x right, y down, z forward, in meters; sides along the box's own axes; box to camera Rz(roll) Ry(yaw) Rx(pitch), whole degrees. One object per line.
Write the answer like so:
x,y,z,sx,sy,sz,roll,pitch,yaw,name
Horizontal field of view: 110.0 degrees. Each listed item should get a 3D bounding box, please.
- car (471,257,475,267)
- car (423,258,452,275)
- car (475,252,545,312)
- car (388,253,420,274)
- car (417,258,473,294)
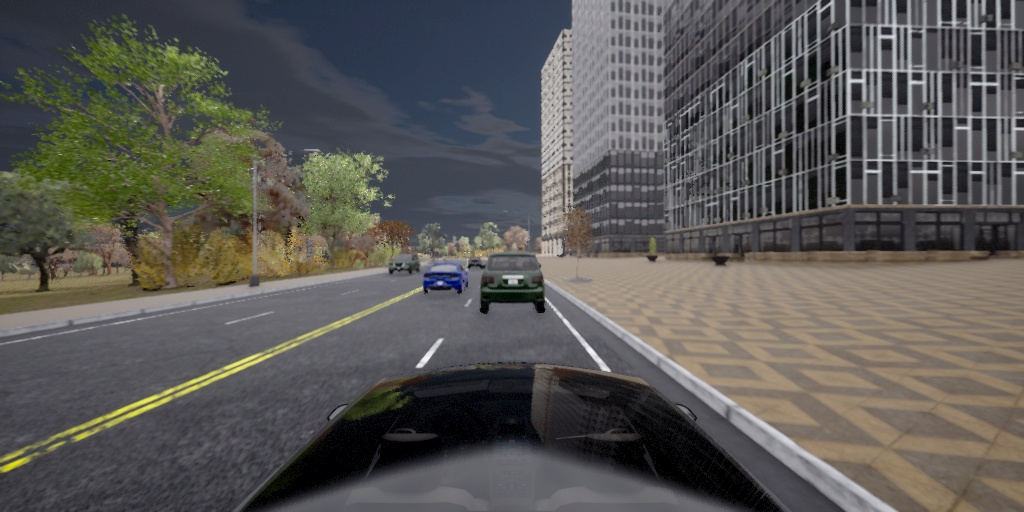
-4.845,0.916,47.570,1.837,1.490,4.892,0,0,-4,car
-7.462,0.999,36.350,2.128,1.511,4.902,0,0,-3,car
-0.021,0.868,13.684,2.150,2.045,5.566,0,0,-1,car
-10.705,0.758,36.136,2.150,2.045,5.566,0,0,-3,car
-3.410,1.087,19.143,1.882,1.535,5.008,0,1,-2,car
